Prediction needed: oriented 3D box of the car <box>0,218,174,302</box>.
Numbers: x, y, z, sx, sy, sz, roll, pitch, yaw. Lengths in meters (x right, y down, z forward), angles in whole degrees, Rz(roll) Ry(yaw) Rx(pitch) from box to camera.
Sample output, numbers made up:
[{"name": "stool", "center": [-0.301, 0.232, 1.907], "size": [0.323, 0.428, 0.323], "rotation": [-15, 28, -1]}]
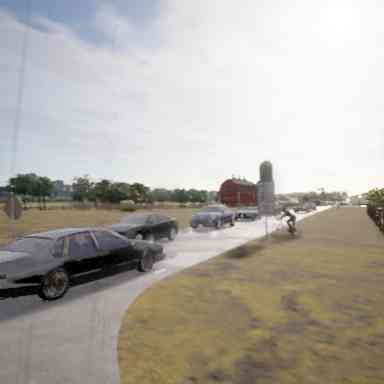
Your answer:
[{"name": "car", "center": [-2.913, 1.623, 8.565], "size": [2.033, 1.411, 5.357], "rotation": [-2, -2, 31]}]

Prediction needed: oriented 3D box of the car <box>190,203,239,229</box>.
[{"name": "car", "center": [1.556, 1.757, 24.734], "size": [2.097, 1.767, 4.553], "rotation": [-2, -2, 26]}]

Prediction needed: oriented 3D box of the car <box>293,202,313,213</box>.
[{"name": "car", "center": [15.671, 2.317, 47.387], "size": [1.895, 1.301, 4.718], "rotation": [-2, -2, 25]}]

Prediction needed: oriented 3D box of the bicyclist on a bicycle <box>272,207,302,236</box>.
[{"name": "bicyclist on a bicycle", "center": [5.326, 1.659, 18.750], "size": [1.656, 1.620, 0.582], "rotation": [0, -1, 26]}]

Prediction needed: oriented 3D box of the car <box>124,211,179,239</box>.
[{"name": "car", "center": [-2.450, 1.748, 16.340], "size": [1.882, 1.535, 5.008], "rotation": [-2, -2, 25]}]

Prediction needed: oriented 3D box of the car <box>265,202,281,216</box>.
[{"name": "car", "center": [9.820, 2.035, 41.902], "size": [2.097, 1.767, 4.553], "rotation": [-2, -2, 26]}]

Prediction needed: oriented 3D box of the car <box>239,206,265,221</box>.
[{"name": "car", "center": [5.552, 2.102, 33.062], "size": [1.994, 1.385, 4.181], "rotation": [-2, -2, 25]}]

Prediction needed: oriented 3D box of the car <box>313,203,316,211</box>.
[{"name": "car", "center": [19.971, 2.454, 56.348], "size": [2.033, 1.411, 5.357], "rotation": [-2, -2, 25]}]
